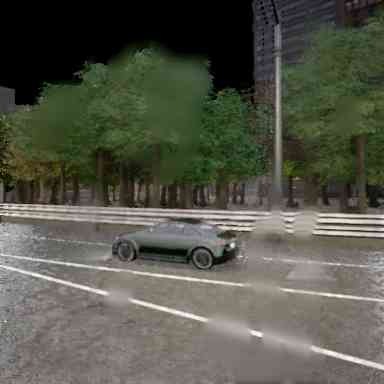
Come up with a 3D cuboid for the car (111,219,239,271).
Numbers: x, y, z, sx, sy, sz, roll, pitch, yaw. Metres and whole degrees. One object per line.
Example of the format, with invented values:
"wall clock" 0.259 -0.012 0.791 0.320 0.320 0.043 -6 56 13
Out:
"car" -0.571 1.588 10.974 4.181 1.385 1.994 0 0 25
